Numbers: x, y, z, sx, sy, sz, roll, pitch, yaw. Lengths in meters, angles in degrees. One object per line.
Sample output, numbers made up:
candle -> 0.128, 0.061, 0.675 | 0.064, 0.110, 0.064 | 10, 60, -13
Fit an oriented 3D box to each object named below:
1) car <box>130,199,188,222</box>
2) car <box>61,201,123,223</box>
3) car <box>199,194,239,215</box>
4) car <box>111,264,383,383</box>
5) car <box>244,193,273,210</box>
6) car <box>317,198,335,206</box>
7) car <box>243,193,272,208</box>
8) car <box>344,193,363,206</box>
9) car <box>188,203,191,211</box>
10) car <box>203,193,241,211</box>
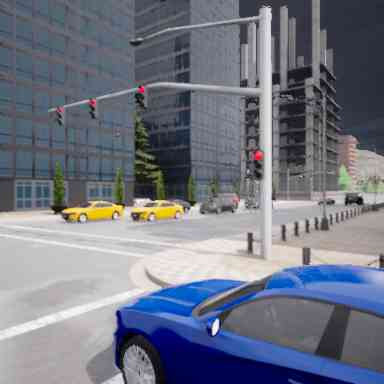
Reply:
car -> -2.739, 1.462, 26.378 | 1.882, 1.535, 5.008 | 0, 0, 36
car -> -7.594, 1.470, 25.642 | 1.882, 1.535, 5.008 | 0, 0, 36
car -> 2.620, 1.336, 33.804 | 2.097, 1.767, 4.553 | 0, 0, 36
car -> 1.286, 1.479, 3.193 | 5.008, 1.535, 1.882 | 0, 0, 38
car -> 8.417, 1.335, 41.821 | 2.097, 1.767, 4.553 | 0, 0, 36
car -> 22.032, 1.575, 54.390 | 1.895, 1.301, 4.718 | 0, 0, 36
car -> 9.822, 1.212, 49.707 | 2.150, 2.045, 5.566 | 0, 0, 36
car -> 26.687, 1.186, 54.863 | 2.150, 2.045, 5.566 | 0, 0, 35
car -> -2.091, 1.483, 33.258 | 2.128, 1.511, 4.902 | 0, 0, 36
car -> 3.809, 1.213, 41.431 | 2.150, 2.045, 5.566 | 0, 0, 35
